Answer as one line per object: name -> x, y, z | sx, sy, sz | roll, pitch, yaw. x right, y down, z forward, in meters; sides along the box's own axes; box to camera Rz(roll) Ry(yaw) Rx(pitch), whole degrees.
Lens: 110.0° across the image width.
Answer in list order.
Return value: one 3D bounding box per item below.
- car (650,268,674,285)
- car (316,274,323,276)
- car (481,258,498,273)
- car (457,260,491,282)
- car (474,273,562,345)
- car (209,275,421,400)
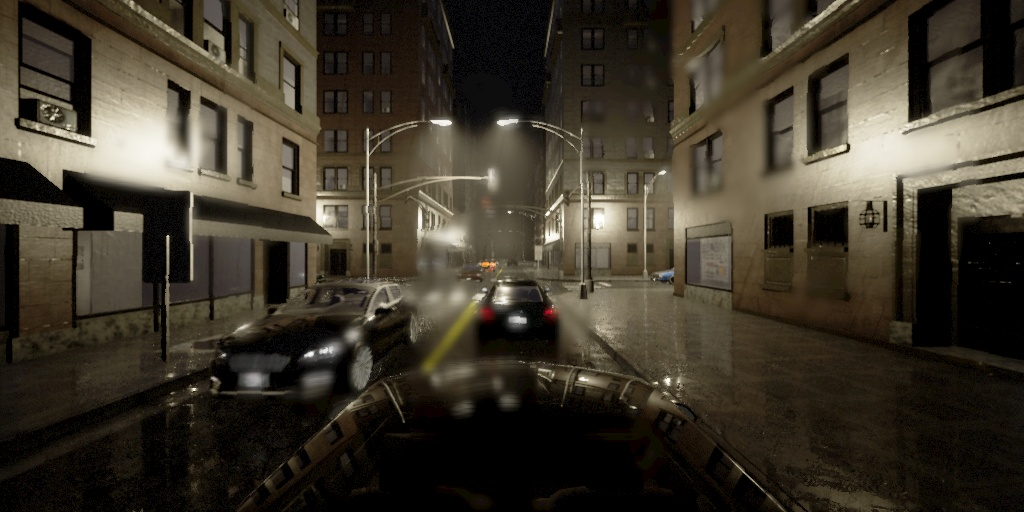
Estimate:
car -> 12.613, 1.252, 25.118 | 5.357, 1.411, 2.033 | 0, 0, 0
car -> -14.028, 1.379, 21.829 | 4.718, 1.301, 1.895 | 0, 0, 0
car -> -3.101, 1.082, 43.660 | 2.097, 1.767, 4.553 | 0, 0, 0
car -> -3.103, 1.286, 28.672 | 2.033, 1.411, 5.357 | 0, 0, 0
car -> 0.114, 1.311, 9.457 | 1.994, 1.385, 4.181 | 0, 0, -1
car -> -3.100, 1.240, 6.770 | 2.128, 1.511, 4.902 | 0, 0, 0
